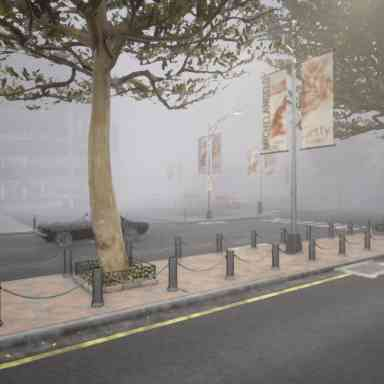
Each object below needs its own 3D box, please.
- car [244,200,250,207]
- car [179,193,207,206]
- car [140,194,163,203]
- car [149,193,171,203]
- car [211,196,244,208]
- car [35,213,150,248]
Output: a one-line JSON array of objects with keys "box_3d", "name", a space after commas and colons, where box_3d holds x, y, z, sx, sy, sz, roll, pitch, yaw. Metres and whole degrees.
[{"box_3d": [6.978, 1.524, 52.034, 1.812, 1.442, 4.674, 0, 0, -36], "name": "car"}, {"box_3d": [-0.181, 1.350, 55.969, 2.097, 1.767, 4.553, 0, 0, -36], "name": "car"}, {"box_3d": [-8.432, 1.562, 66.048, 4.181, 1.385, 1.994, 0, 0, 43], "name": "car"}, {"box_3d": [-6.989, 1.223, 69.696, 5.566, 2.045, 2.150, 0, 0, 41], "name": "car"}, {"box_3d": [4.915, 1.350, 48.890, 2.097, 1.767, 4.553, 0, 0, -35], "name": "car"}, {"box_3d": [-4.411, 1.600, 14.950, 4.718, 1.301, 1.895, 0, 0, -35], "name": "car"}]
